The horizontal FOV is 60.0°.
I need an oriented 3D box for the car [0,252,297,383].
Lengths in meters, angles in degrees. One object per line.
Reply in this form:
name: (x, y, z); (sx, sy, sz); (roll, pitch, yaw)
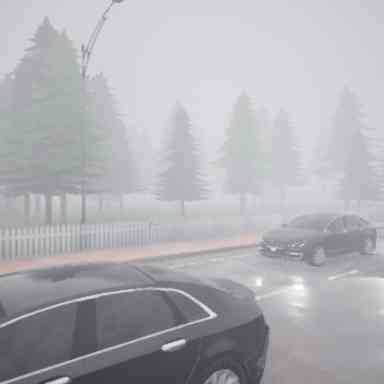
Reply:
car: (-1.403, 1.505, 2.965); (4.892, 1.490, 1.837); (0, 0, -35)

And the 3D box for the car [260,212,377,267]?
car: (4.428, 1.474, 11.373); (4.892, 1.490, 1.837); (0, 0, -35)
